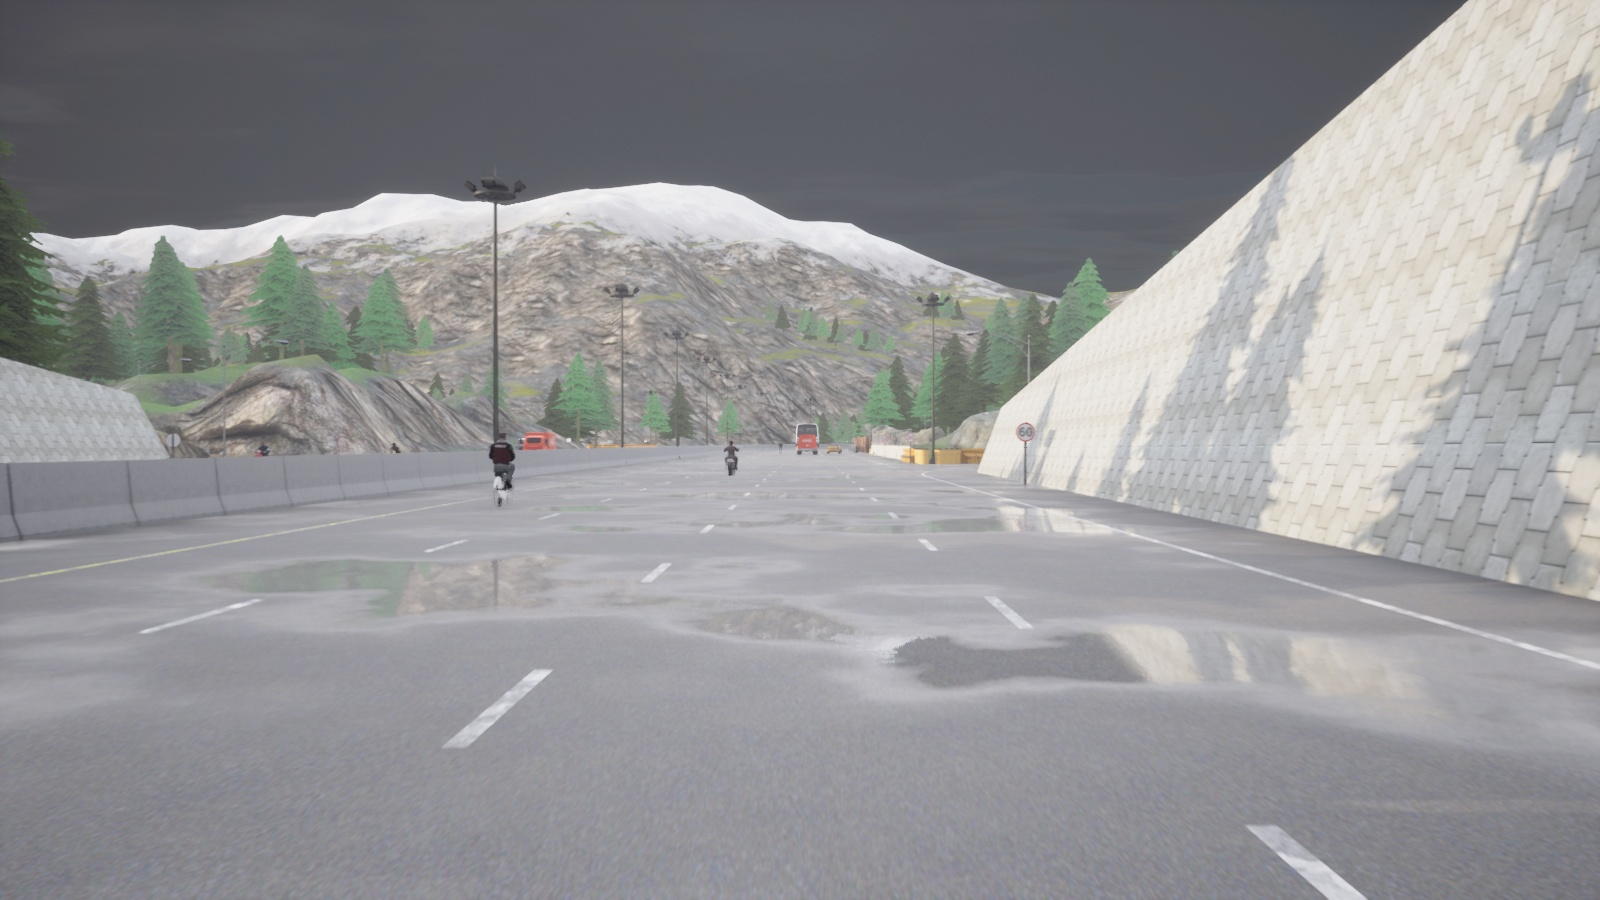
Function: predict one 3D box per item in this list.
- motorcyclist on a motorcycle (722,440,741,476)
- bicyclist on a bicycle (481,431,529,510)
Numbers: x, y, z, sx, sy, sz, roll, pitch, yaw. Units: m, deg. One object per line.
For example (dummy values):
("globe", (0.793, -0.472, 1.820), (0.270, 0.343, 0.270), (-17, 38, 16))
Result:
("motorcyclist on a motorcycle", (-3.154, 0.367, 58.043), (0.766, 1.649, 2.350), (0, 0, 0))
("bicyclist on a bicycle", (-6.819, 0.447, 29.083), (0.659, 1.776, 1.843), (0, 1, 0))
